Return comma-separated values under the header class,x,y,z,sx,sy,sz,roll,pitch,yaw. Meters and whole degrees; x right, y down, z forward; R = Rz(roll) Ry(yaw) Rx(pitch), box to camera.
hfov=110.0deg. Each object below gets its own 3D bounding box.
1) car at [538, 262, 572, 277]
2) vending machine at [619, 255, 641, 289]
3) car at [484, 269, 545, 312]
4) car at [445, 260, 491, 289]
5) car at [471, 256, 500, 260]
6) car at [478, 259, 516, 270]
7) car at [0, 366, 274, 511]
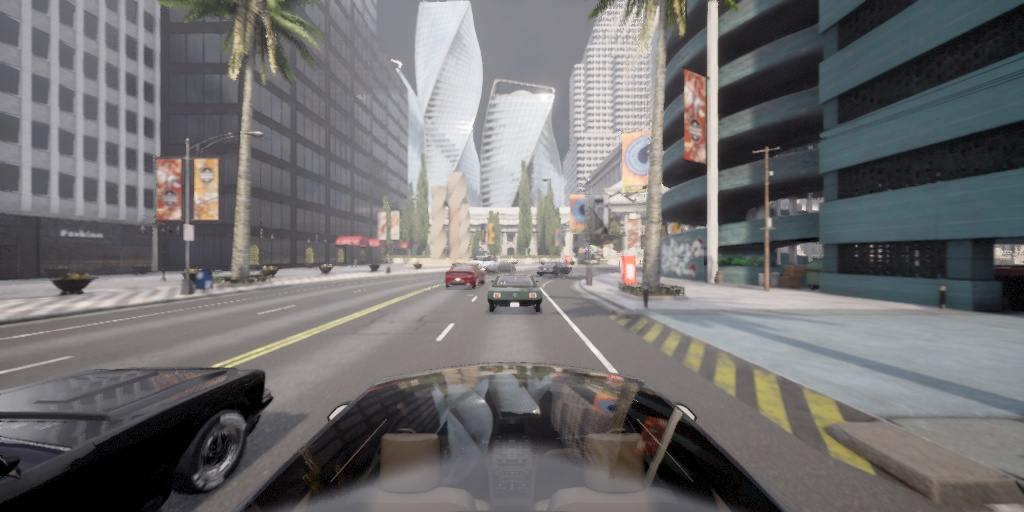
class,x,y,z,sx,sy,sz,roll,pitch,yaw
car,4.303,1.299,35.639,2.033,1.411,5.357,0,0,29
vending machine,7.811,0.947,24.062,1.100,2.100,0.880,0,0,10
car,0.111,1.351,14.260,1.895,1.301,4.718,0,0,0
car,-2.921,1.229,23.550,1.882,1.535,5.008,0,0,6
car,-3.452,0.972,43.163,2.150,2.045,5.566,0,0,33
car,-1.508,1.299,39.778,2.033,1.411,5.357,0,0,30
car,-3.399,1.351,1.557,1.895,1.301,4.718,0,0,0
